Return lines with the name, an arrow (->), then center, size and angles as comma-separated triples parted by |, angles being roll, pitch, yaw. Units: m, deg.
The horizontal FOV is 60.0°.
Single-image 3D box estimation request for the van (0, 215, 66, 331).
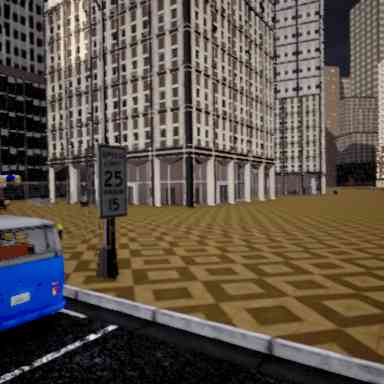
van -> -3.948, 1.264, 5.704 | 3.998, 1.788, 1.690 | 0, 1, 34
